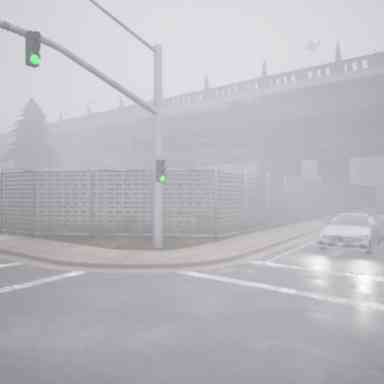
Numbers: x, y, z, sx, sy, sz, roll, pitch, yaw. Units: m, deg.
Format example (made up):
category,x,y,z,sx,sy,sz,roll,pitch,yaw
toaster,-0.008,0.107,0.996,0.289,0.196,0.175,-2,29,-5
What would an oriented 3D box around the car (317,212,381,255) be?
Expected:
category,x,y,z,sx,sy,sz,roll,pitch,yaw
car,6.596,1.575,13.715,1.812,1.442,4.674,0,0,35
